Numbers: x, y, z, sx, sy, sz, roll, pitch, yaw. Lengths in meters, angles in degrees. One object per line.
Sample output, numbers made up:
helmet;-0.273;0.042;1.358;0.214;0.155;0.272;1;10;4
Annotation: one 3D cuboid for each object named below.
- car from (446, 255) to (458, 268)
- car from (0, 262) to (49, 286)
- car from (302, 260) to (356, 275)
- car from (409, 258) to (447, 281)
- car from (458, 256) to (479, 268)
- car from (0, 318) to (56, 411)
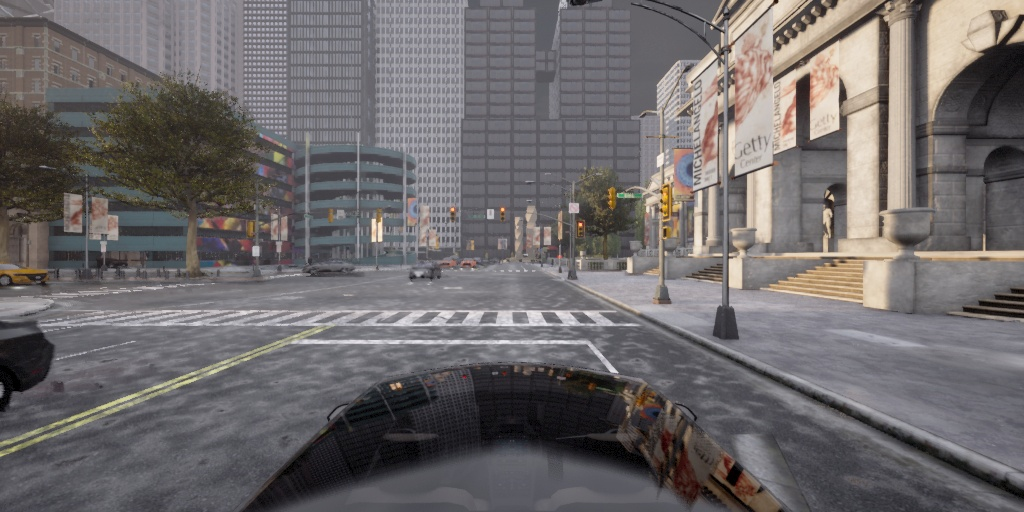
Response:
car;-10.495;1.029;58.908;2.097;1.767;4.553;0;0;0
car;-34.048;1.150;23.824;5.008;1.535;1.882;0;0;-1
car;-18.741;1.175;36.941;4.902;1.511;2.128;0;0;-25
car;-7.052;1.203;29.522;2.128;1.511;4.902;0;0;0
car;-6.998;1.035;57.968;2.097;1.767;4.553;0;0;0
car;-7.102;1.243;2.726;1.837;1.490;4.892;0;0;0
